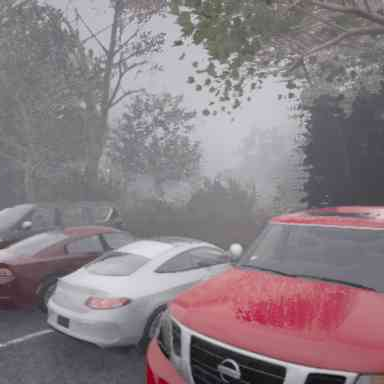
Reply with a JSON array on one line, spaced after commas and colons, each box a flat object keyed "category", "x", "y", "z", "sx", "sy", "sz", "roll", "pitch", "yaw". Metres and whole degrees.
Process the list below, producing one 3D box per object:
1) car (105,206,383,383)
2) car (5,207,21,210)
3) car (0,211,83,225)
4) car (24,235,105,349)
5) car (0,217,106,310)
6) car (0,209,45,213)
[{"category": "car", "x": 1.955, "y": 1.260, "z": 4.363, "sx": 2.435, "sy": 2.045, "sz": 5.566, "roll": 0, "pitch": -1, "yaw": 40}, {"category": "car", "x": -10.902, "y": 1.653, "z": 15.030, "sx": 2.097, "sy": 1.535, "sz": 5.008, "roll": -1, "pitch": -1, "yaw": 40}, {"category": "car", "x": -6.589, "y": 1.630, "z": 11.506, "sx": 2.163, "sy": 1.488, "sz": 4.792, "roll": -1, "pitch": -1, "yaw": 40}, {"category": "car", "x": -0.268, "y": 1.572, "z": 6.235, "sx": 2.002, "sy": 1.452, "sz": 4.674, "roll": -1, "pitch": -1, "yaw": 40}, {"category": "car", "x": -2.320, "y": 1.553, "z": 7.929, "sx": 2.097, "sy": 1.535, "sz": 5.008, "roll": -1, "pitch": -1, "yaw": 40}, {"category": "car", "x": -8.772, "y": 1.656, "z": 13.236, "sx": 2.163, "sy": 1.488, "sz": 4.792, "roll": -1, "pitch": -1, "yaw": 40}]
